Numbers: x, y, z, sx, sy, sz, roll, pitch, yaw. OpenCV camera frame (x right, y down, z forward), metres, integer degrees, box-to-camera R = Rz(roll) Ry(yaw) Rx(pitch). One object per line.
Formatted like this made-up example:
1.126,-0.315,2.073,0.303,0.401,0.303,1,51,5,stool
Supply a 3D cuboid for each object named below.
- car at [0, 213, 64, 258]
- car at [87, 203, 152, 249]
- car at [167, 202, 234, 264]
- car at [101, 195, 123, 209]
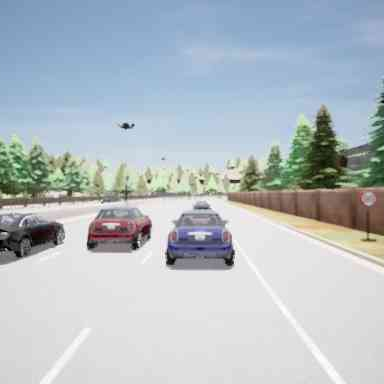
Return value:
-6.685,1.559,13.041,2.128,1.511,4.902,0,0,2,car
-3.117,1.427,15.208,2.097,1.767,4.553,0,0,2,car
0.299,1.411,12.181,2.097,1.767,4.553,0,0,2,car
-12.486,1.481,52.287,2.150,2.045,5.566,0,0,-1,car
